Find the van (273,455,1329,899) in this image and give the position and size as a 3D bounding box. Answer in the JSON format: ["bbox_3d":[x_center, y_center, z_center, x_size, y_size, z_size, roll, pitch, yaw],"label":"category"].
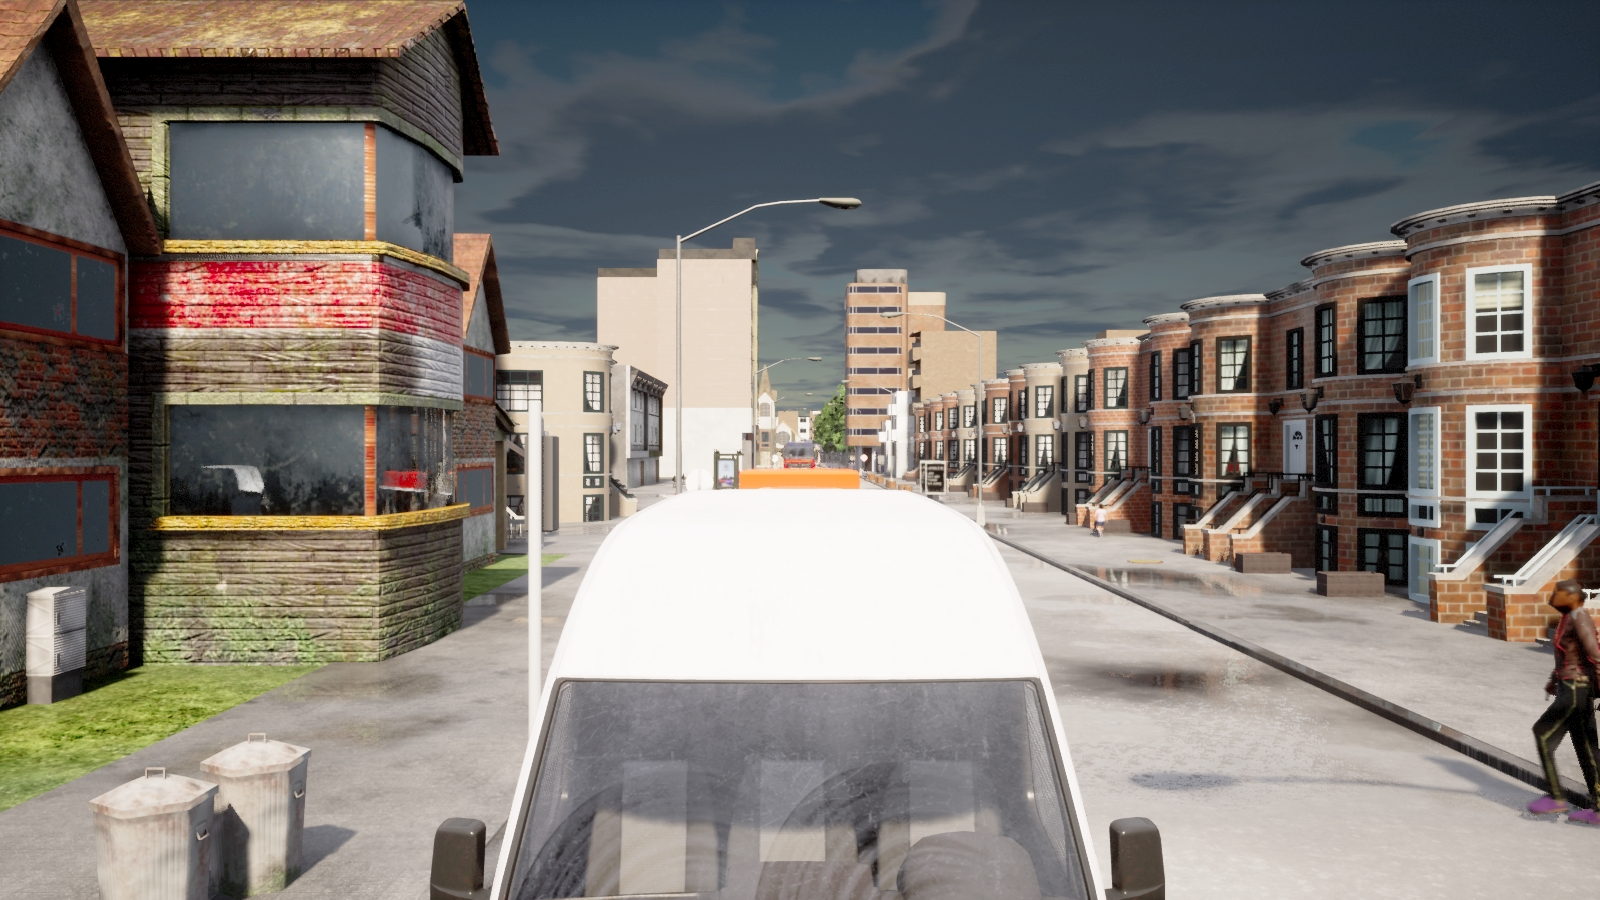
[{"bbox_3d":[-0.003,1.314,5.110,1.988,2.561,5.915,0,0,0],"label":"van"}]

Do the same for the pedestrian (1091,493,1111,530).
[{"bbox_3d":[9.301,1.903,35.293,0.500,1.100,0.500,0,0,0],"label":"pedestrian"}]

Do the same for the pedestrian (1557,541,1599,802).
[{"bbox_3d":[5.870,1.629,8.501,0.375,1.860,0.375,0,0,30],"label":"pedestrian"}]
